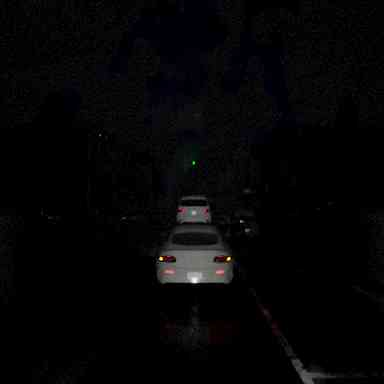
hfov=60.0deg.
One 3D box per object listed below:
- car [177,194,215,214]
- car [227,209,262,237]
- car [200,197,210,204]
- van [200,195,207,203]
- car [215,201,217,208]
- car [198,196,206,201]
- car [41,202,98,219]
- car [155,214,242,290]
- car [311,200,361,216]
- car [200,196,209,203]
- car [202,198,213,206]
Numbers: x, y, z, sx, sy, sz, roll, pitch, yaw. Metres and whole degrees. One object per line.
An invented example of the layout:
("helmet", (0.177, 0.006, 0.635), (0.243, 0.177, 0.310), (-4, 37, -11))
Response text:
("car", (0.141, 1.304, 22.497), (2.150, 2.045, 5.566), (0, 0, 1))
("car", (2.675, 1.616, 18.131), (2.008, 1.369, 4.403), (-1, 0, 0))
("car", (2.838, 1.835, 72.706), (1.887, 1.381, 4.507), (-1, 0, 0))
("van", (2.867, 1.678, 83.771), (1.690, 1.788, 3.998), (-1, 0, 0))
("car", (2.772, 1.741, 50.576), (1.887, 1.381, 4.507), (-1, 0, 0))
("car", (2.905, 1.934, 94.836), (2.008, 1.369, 4.403), (-1, 0, 0))
("car", (-11.050, 1.708, 30.123), (4.902, 1.511, 2.128), (0, 1, 0))
("car", (0.090, 1.558, 9.101), (1.812, 1.442, 4.674), (0, 0, 1))
("car", (14.253, 1.533, 32.995), (4.674, 1.442, 1.812), (0, 1, -2))
("car", (2.853, 1.754, 78.238), (1.967, 1.590, 4.097), (-1, 0, 0))
("car", (2.806, 1.825, 61.641), (1.802, 1.307, 4.206), (-1, 0, 0))
